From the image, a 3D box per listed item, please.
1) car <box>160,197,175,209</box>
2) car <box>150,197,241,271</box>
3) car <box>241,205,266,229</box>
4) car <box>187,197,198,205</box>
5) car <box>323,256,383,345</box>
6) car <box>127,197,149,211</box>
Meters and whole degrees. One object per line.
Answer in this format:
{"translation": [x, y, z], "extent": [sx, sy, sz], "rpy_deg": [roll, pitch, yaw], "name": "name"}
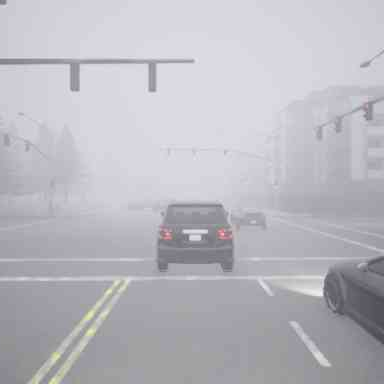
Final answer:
{"translation": [-3.576, 1.599, 49.671], "extent": [1.882, 1.535, 5.008], "rpy_deg": [0, 0, 0], "name": "car"}
{"translation": [0.091, 1.250, 11.103], "extent": [2.150, 2.045, 5.566], "rpy_deg": [0, 0, 0], "name": "car"}
{"translation": [3.589, 1.579, 21.719], "extent": [1.812, 1.442, 4.674], "rpy_deg": [0, 0, 0], "name": "car"}
{"translation": [0.090, 1.713, 61.259], "extent": [1.994, 1.385, 4.181], "rpy_deg": [0, 0, 0], "name": "car"}
{"translation": [3.597, 1.577, 4.955], "extent": [1.994, 1.385, 4.181], "rpy_deg": [0, 0, 0], "name": "car"}
{"translation": [-7.079, 1.582, 42.851], "extent": [1.882, 1.535, 5.008], "rpy_deg": [0, 0, 0], "name": "car"}
